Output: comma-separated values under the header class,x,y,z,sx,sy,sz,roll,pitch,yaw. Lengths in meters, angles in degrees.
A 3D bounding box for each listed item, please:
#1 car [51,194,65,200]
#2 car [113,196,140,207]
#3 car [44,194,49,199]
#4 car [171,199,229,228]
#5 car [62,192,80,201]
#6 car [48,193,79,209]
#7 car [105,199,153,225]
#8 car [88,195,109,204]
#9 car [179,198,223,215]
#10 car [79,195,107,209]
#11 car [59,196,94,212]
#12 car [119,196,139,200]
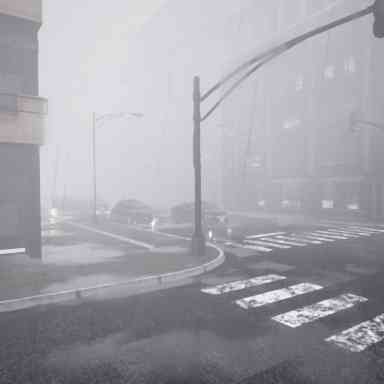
class,x,y,z,sx,sy,sz,roll,pitch,yaw
car,-31.649,1.125,78.530,2.008,1.369,4.403,-1,1,-35
car,-9.109,1.266,45.961,1.752,1.417,4.829,-1,1,-35
car,-34.979,1.076,83.342,1.752,1.417,4.829,-1,1,-35
car,0.408,1.434,22.031,2.128,1.511,4.902,-1,1,-35
car,-25.183,0.936,69.183,2.192,1.841,5.009,-1,1,-35
car,-15.901,1.313,41.051,1.967,1.590,4.097,-1,1,-35
car,-4.401,1.509,24.210,1.887,1.381,4.507,-1,1,-35
car,-15.576,1.217,55.306,1.752,1.417,4.829,-1,1,-35
car,0.773,1.360,31.866,1.887,1.381,4.507,-1,1,-35
car,-11.478,1.397,39.221,2.033,1.411,5.357,-1,1,-35
car,-12.666,1.449,36.379,2.008,1.369,4.403,-1,1,-35
car,-5.477,1.374,30.537,1.882,1.535,5.008,-1,1,-35
